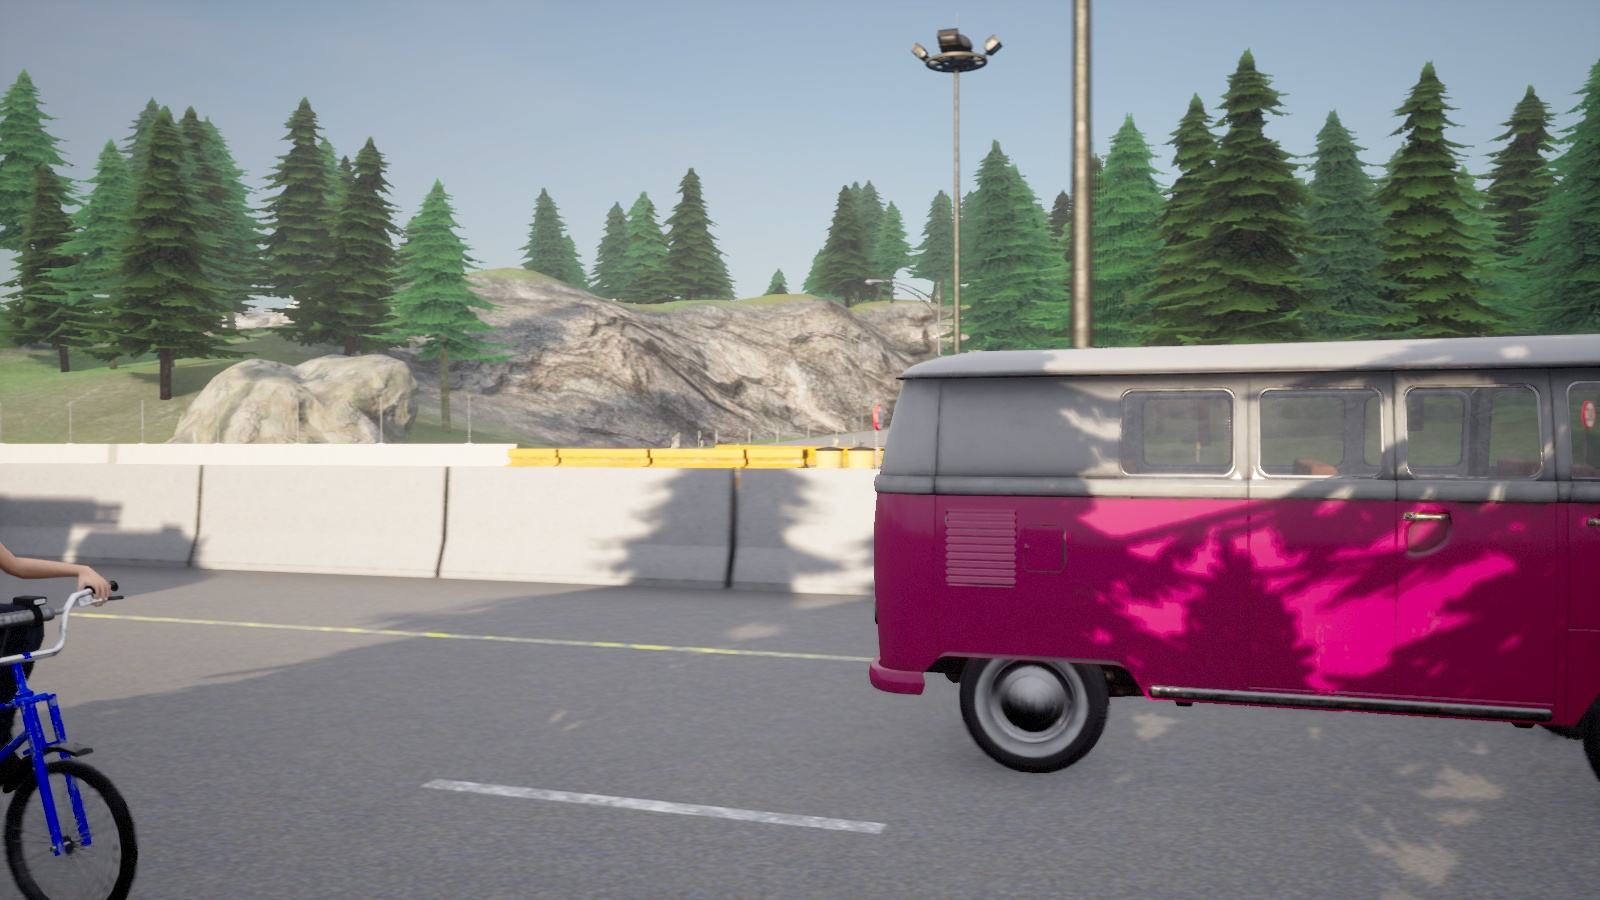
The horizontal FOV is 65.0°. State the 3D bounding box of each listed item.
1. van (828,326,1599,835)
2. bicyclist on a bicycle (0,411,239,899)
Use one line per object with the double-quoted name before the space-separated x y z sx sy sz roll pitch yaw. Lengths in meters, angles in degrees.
"van" 2.525 0.492 6.032 4.442 1.987 1.775 1 1 19
"bicyclist on a bicycle" -2.777 0.686 4.132 1.509 1.612 0.866 1 1 19
